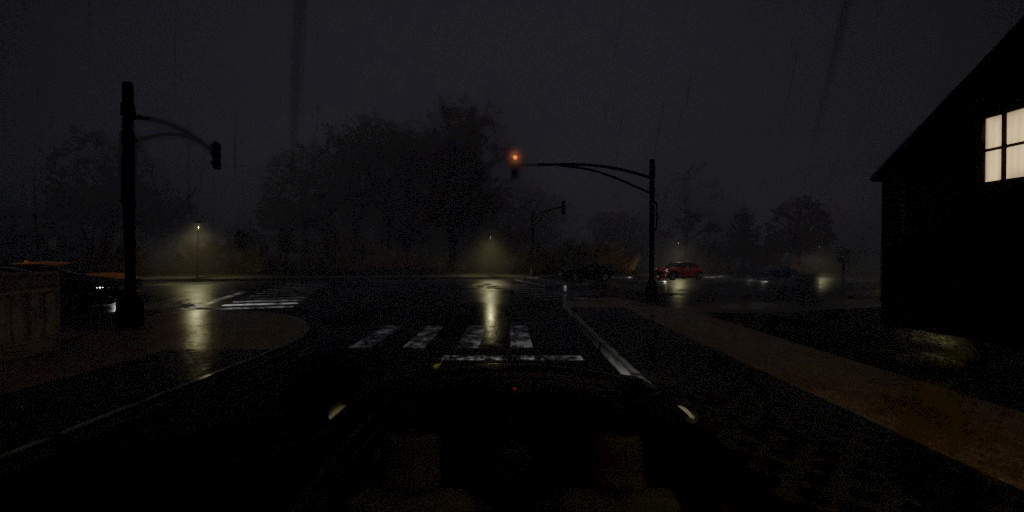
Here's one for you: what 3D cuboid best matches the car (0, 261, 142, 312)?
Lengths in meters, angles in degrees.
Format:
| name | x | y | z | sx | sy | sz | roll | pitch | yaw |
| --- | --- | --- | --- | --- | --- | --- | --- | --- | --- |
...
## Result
| name | x | y | z | sx | sy | sz | roll | pitch | yaw |
| --- | --- | --- | --- | --- | --- | --- | --- | --- | --- |
| car | -15.955 | 1.019 | 11.840 | 4.902 | 1.511 | 2.128 | 1 | 0 | -22 |

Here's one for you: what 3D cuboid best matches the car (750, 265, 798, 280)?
| name | x | y | z | sx | sy | sz | roll | pitch | yaw |
| --- | --- | --- | --- | --- | --- | --- | --- | --- | --- |
| car | 27.227 | 1.644 | 37.313 | 5.008 | 1.535 | 1.882 | 1 | 0 | -16 |

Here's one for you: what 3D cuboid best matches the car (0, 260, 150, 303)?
| name | x | y | z | sx | sy | sz | roll | pitch | yaw |
| --- | --- | --- | --- | --- | --- | --- | --- | --- | --- |
| car | -18.326 | 0.956 | 14.400 | 5.008 | 1.535 | 1.882 | 1 | 0 | -21 |

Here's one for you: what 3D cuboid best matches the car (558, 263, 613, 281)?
| name | x | y | z | sx | sy | sz | roll | pitch | yaw |
| --- | --- | --- | --- | --- | --- | --- | --- | --- | --- |
| car | 6.291 | 1.350 | 30.698 | 4.892 | 1.490 | 1.837 | 1 | 0 | -18 |

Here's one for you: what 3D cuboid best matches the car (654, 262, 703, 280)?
| name | x | y | z | sx | sy | sz | roll | pitch | yaw |
| --- | --- | --- | --- | --- | --- | --- | --- | --- | --- |
| car | 15.607 | 1.340 | 33.769 | 4.553 | 1.767 | 2.097 | 1 | 0 | -17 |
